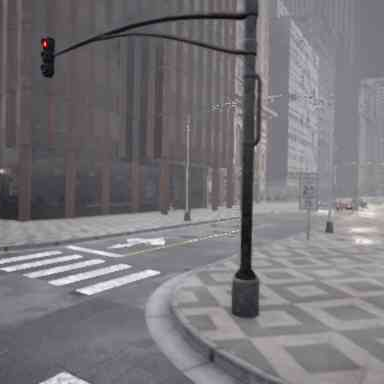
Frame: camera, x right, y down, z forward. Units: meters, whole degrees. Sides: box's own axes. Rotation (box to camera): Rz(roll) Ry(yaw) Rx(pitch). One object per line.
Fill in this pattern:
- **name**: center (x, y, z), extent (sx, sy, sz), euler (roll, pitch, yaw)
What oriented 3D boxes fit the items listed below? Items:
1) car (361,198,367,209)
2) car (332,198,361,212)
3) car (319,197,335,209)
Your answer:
- **car**: center (24.419, 1.589, 48.758), extent (1.837, 1.490, 4.892), euler (1, 1, 34)
- **car**: center (18.859, 1.671, 40.403), extent (1.895, 1.301, 4.718), euler (1, 1, 34)
- **car**: center (18.673, 1.504, 45.591), extent (2.128, 1.511, 4.902), euler (1, 1, 34)
